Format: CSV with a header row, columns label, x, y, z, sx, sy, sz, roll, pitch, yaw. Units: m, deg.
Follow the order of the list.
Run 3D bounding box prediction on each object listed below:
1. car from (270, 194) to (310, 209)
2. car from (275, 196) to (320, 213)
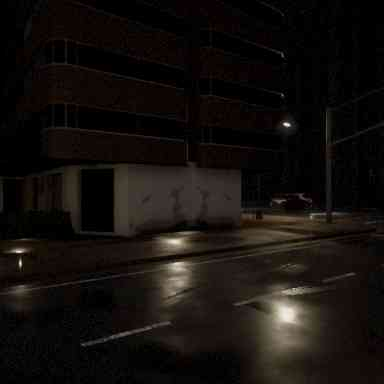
label,x,y,z,sx,sy,sz,roll,pitch,yaw
car,12.764,1.221,42.950,2.150,2.045,5.566,0,0,-36
car,12.115,1.526,37.590,1.812,1.442,4.674,0,0,-36
